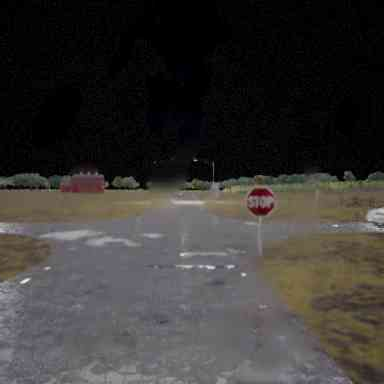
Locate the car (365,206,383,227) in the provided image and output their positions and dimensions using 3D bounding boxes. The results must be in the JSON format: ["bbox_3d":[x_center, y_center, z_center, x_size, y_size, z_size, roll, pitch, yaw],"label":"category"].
[{"bbox_3d":[12.199,1.326,18.555,4.674,1.442,1.812,0,-1,0],"label":"car"}]

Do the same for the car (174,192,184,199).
[{"bbox_3d":[-2.732,0.674,70.382,1.994,1.385,4.181,0,1,0],"label":"car"}]
